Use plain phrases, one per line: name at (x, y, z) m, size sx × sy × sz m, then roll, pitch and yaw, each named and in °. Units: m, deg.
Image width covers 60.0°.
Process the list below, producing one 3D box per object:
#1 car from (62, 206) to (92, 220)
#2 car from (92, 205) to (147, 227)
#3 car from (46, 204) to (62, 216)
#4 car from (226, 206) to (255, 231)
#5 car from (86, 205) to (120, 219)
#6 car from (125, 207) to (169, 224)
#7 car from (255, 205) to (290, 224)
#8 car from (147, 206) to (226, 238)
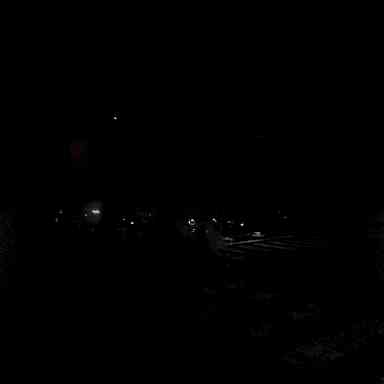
car at (-11.888, 2.214, 35.311) m, size 1.994 × 1.385 × 4.181 m, roll 0°, pitch -1°, yaw -36°
car at (-6.052, 2.009, 27.299) m, size 2.033 × 1.411 × 5.357 m, roll 0°, pitch -1°, yaw -35°
car at (-17.716, 2.331, 43.350) m, size 2.128 × 1.511 × 4.902 m, roll 0°, pitch -1°, yaw -36°
car at (1.628, 1.800, 22.280) m, size 1.837 × 1.490 × 4.892 m, roll 0°, pitch -1°, yaw -36°
car at (-10.422, 2.230, 38.810) m, size 2.033 × 1.411 × 5.357 m, roll 0°, pitch -1°, yaw -36°
car at (-4.201, 2.082, 30.271) m, size 1.895 × 1.301 × 4.718 m, roll 0°, pitch -1°, yaw -36°
car at (5.842, 1.814, 27.871) m, size 2.128 × 1.511 × 4.902 m, roll 0°, pitch -1°, yaw -36°
car at (-0.474, 1.636, 19.644) m, size 2.097 × 1.767 × 4.553 m, roll 0°, pitch -1°, yaw -36°
